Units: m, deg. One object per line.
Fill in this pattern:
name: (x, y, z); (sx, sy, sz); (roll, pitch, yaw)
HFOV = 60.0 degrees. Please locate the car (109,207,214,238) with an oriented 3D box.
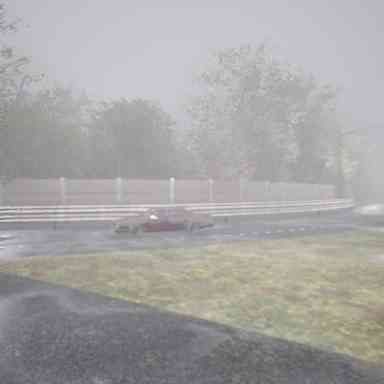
car: (-1.527, 1.497, 17.487); (5.357, 1.411, 2.033); (0, 0, -23)
